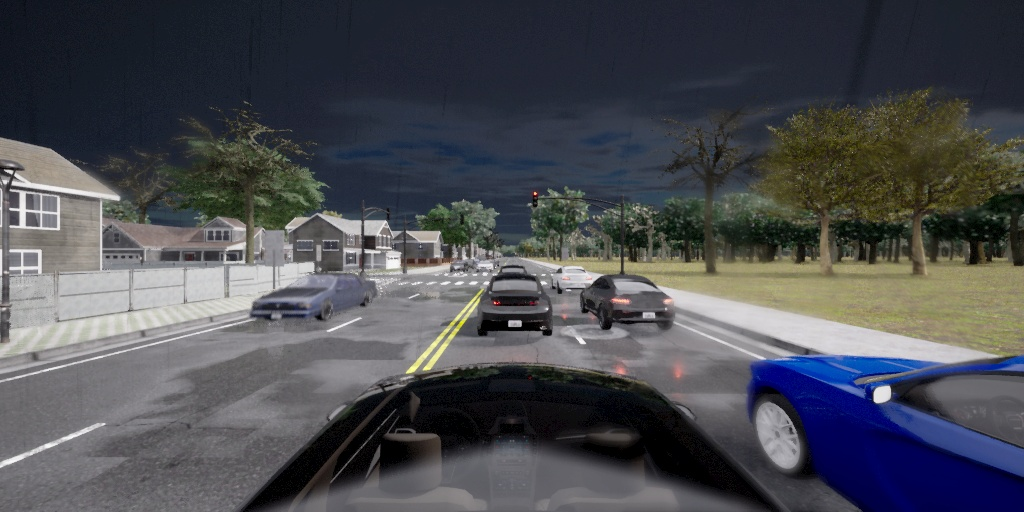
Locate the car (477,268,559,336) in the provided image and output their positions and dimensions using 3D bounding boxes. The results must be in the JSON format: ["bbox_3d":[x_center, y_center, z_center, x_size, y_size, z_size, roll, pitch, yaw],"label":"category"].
[{"bbox_3d":[0.084,1.255,10.370,1.837,1.490,4.892,0,0,0],"label":"car"}]

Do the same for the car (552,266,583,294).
[{"bbox_3d":[3.313,1.276,20.114,1.812,1.442,4.674,0,0,0],"label":"car"}]

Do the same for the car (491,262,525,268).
[{"bbox_3d":[0.060,1.255,19.786,1.837,1.490,4.892,0,0,0],"label":"car"}]

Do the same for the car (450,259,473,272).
[{"bbox_3d":[-6.587,1.233,45.091,2.128,1.511,4.902,0,0,0],"label":"car"}]

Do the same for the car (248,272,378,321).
[{"bbox_3d":[-6.526,1.298,12.665,2.033,1.411,5.357,0,0,1],"label":"car"}]

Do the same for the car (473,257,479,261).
[{"bbox_3d":[-6.580,1.238,54.662,1.837,1.490,4.892,0,0,0],"label":"car"}]

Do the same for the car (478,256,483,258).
[{"bbox_3d":[-6.545,1.251,65.020,1.812,1.442,4.674,0,0,1],"label":"car"}]

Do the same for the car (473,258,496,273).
[{"bbox_3d":[-3.339,1.268,44.642,1.812,1.442,4.674,0,0,0],"label":"car"}]

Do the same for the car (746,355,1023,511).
[{"bbox_3d":[3.350,1.228,1.695,1.882,1.535,5.008,0,0,0],"label":"car"}]

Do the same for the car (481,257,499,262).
[{"bbox_3d":[-3.328,1.238,54.967,1.837,1.490,4.892,0,0,1],"label":"car"}]

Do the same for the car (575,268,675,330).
[{"bbox_3d":[3.334,1.276,11.009,1.812,1.442,4.674,0,0,0],"label":"car"}]
